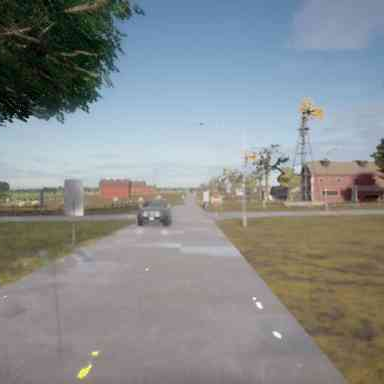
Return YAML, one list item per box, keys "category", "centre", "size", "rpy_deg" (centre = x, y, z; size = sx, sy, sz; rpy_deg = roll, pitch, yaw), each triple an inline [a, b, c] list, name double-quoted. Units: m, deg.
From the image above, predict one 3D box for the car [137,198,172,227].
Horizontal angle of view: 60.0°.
- category: "car"
  centre: [-2.763, 1.520, 25.539]
  size: [2.150, 2.045, 5.566]
  rpy_deg: [0, -1, 0]

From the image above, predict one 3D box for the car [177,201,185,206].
- category: "car"
  centre: [-2.769, 2.973, 87.705]
  size: [2.033, 1.411, 5.357]
  rpy_deg: [0, -1, 0]
